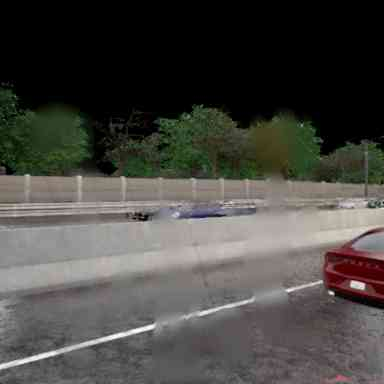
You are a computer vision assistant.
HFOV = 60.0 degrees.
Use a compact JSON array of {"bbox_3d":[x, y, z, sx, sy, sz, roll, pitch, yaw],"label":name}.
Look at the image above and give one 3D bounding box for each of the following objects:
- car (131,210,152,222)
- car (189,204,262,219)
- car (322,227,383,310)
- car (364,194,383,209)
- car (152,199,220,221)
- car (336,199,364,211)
[{"bbox_3d":[-1.935,1.597,24.078,4.718,1.301,1.895,0,0,-35],"label":"car"},{"bbox_3d":[2.253,1.561,18.464,4.181,1.385,1.994,0,0,-35],"label":"car"},{"bbox_3d":[4.908,1.476,7.233,5.008,1.535,1.882,0,0,-35],"label":"car"},{"bbox_3d":[21.610,1.218,36.360,5.566,2.045,2.150,0,0,-35],"label":"car"},{"bbox_3d":[0.133,1.349,21.252,4.553,1.767,2.097,0,0,-35],"label":"car"},{"bbox_3d":[18.731,1.521,38.612,4.674,1.442,1.812,0,0,-35],"label":"car"}]
